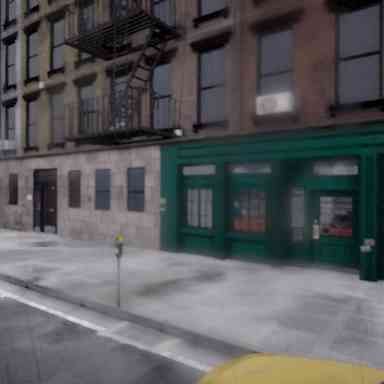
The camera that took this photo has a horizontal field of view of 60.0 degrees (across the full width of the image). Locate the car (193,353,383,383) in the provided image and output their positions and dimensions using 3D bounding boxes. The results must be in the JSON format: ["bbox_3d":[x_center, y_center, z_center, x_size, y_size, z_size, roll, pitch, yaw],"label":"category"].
[{"bbox_3d":[1.909,1.530,1.449,4.829,1.417,1.752,0,0,35],"label":"car"}]
